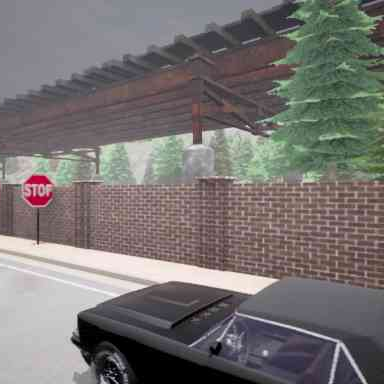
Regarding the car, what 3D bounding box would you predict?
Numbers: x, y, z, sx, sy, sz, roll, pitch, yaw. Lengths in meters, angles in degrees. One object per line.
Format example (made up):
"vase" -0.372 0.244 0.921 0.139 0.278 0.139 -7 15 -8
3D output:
"car" 0.893 1.601 3.331 4.718 1.301 1.895 0 0 36
